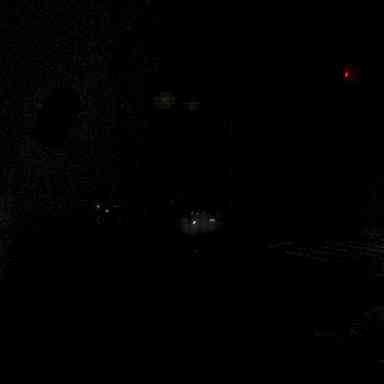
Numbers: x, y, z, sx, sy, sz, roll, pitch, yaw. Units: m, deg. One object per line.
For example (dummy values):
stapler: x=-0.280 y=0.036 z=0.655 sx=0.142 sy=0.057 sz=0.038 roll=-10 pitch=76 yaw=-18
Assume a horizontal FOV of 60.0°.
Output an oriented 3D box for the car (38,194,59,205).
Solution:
car: x=-19.549 y=0.996 z=45.078 sx=2.033 sy=1.411 sz=5.357 roll=0 pitch=0 yaw=-35

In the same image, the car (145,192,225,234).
car: x=-0.594 y=1.008 z=18.325 sx=2.150 sy=2.045 sz=5.566 roll=0 pitch=1 yaw=-35

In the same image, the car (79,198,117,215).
car: x=-8.231 y=1.232 z=29.040 sx=1.895 sy=1.301 sz=4.718 roll=0 pitch=1 yaw=-35
